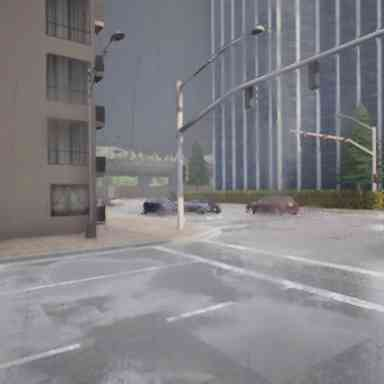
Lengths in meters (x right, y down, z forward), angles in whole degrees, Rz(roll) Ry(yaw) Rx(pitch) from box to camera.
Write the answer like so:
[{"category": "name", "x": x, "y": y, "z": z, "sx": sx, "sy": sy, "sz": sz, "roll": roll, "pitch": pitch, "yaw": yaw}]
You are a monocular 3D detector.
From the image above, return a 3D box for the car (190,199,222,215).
[{"category": "car", "x": 0.830, "y": 1.329, "z": 30.409, "sx": 1.994, "sy": 1.385, "sz": 4.181, "roll": -1, "pitch": 1, "yaw": -35}]

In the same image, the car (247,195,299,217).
[{"category": "car", "x": 6.706, "y": 1.073, "z": 28.151, "sx": 2.097, "sy": 1.767, "sz": 4.553, "roll": -1, "pitch": 1, "yaw": -32}]

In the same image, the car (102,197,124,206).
[{"category": "car", "x": -11.574, "y": 1.361, "z": 48.288, "sx": 1.895, "sy": 1.301, "sz": 4.718, "roll": -1, "pitch": 1, "yaw": -35}]

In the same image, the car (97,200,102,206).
[{"category": "car", "x": -14.743, "y": 1.406, "z": 46.721, "sx": 1.895, "sy": 1.301, "sz": 4.718, "roll": -1, "pitch": 0, "yaw": -35}]

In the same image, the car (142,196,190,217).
[{"category": "car", "x": -2.566, "y": 1.162, "z": 29.152, "sx": 2.097, "sy": 1.767, "sz": 4.553, "roll": -1, "pitch": 1, "yaw": -35}]
